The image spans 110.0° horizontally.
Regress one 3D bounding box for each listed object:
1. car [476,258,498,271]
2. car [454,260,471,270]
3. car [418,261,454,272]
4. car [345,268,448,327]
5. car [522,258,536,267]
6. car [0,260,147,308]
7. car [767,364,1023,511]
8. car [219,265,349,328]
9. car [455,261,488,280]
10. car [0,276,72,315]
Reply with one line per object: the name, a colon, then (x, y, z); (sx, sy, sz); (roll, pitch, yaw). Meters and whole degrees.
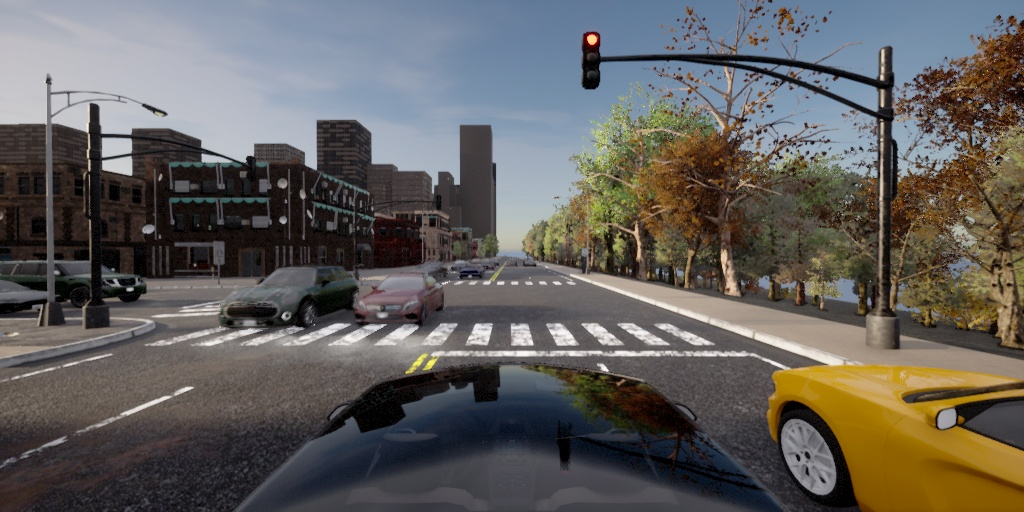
car: (-3.390, 1.285, 48.230); (1.994, 1.385, 4.181); (0, 0, 0)
car: (-6.640, 1.248, 46.499); (1.812, 1.442, 4.674); (0, 0, 0)
car: (-6.761, 1.225, 30.626); (2.128, 1.511, 4.902); (0, 0, 3)
car: (-3.359, 1.271, 11.612); (1.812, 1.442, 4.674); (0, 0, 0)
car: (3.282, 1.273, 64.456); (1.994, 1.385, 4.181); (0, 0, 1)
car: (-20.010, 1.190, 16.159); (5.566, 2.045, 2.150); (-1, 1, 0)
car: (3.351, 1.228, 1.351); (1.882, 1.535, 5.008); (0, 0, 0)
car: (-6.610, 1.099, 11.268); (2.097, 1.767, 4.553); (0, 0, 0)
car: (-3.379, 1.334, 31.051); (1.895, 1.301, 4.718); (0, 0, 0)
car: (-19.958, 1.561, 13.458); (4.313, 1.339, 1.948); (0, 0, 0)
